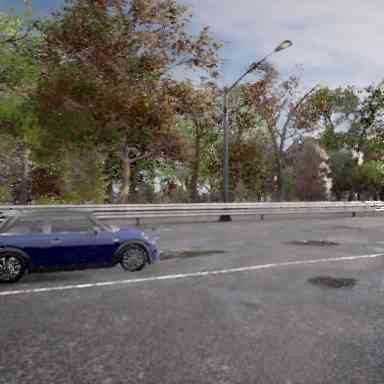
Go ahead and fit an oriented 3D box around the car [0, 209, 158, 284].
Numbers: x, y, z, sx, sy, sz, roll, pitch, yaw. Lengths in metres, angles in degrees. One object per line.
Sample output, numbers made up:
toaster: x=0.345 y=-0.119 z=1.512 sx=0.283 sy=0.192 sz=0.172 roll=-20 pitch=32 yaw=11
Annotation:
car: x=-3.289 y=1.308 z=9.450 sx=4.553 sy=1.767 sz=2.097 roll=0 pitch=0 yaw=-23
